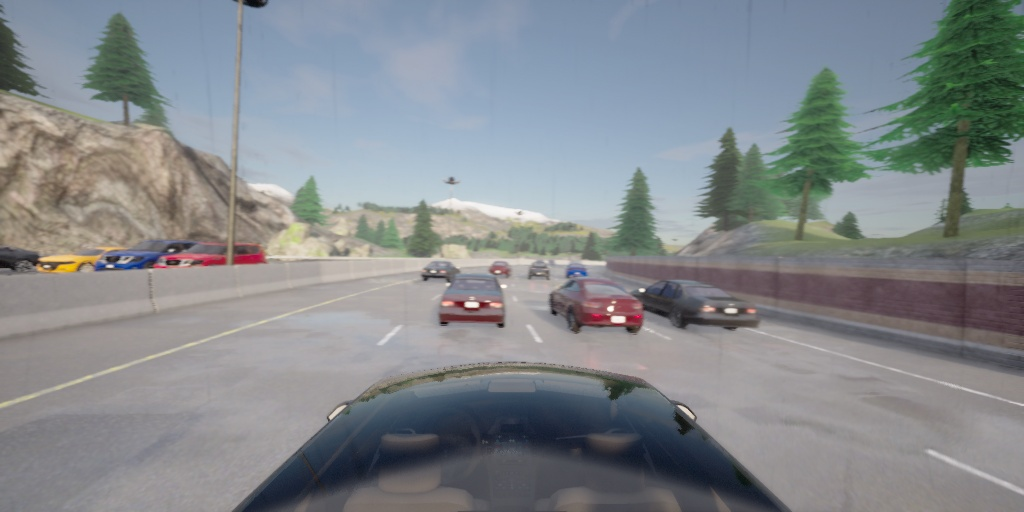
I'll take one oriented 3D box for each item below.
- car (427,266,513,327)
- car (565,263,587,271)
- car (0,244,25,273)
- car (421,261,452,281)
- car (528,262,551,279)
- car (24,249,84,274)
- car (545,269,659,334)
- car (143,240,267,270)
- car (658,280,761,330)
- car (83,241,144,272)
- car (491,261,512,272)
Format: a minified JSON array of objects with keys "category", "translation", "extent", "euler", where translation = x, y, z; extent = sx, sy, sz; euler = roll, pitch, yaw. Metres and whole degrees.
[{"category":"car","translation":[-1.168,1.229,11.296],"extent":[2.033,1.411,5.357],"euler":[2,0,-4]},{"category":"car","translation":[6.202,1.428,34.965],"extent":[1.882,1.535,5.008],"euler":[2,0,6]},{"category":"car","translation":[-26.080,0.104,17.111],"extent":[2.128,1.511,4.902],"euler":[2,0,-1]},{"category":"car","translation":[-4.968,1.041,25.484],"extent":[2.033,1.411,5.357],"euler":[2,0,2]},{"category":"car","translation":[2.460,1.288,32.505],"extent":[2.128,1.511,4.902],"euler":[2,0,4]},{"category":"car","translation":[-22.634,0.231,19.939],"extent":[1.882,1.535,5.008],"euler":[2,0,0]},{"category":"car","translation":[2.387,1.359,10.991],"extent":[1.812,1.442,4.674],"euler":[2,0,-5]},{"category":"car","translation":[-15.662,0.272,19.166],"extent":[2.150,2.045,5.566],"euler":[2,0,-1]},{"category":"car","translation":[5.773,1.523,12.233],"extent":[2.033,1.411,5.357],"euler":[2,0,-4]},{"category":"car","translation":[-19.155,0.122,19.825],"extent":[2.150,2.045,5.566],"euler":[2,0,0]},{"category":"car","translation":[-1.027,1.173,32.790],"extent":[1.812,1.442,4.674],"euler":[2,0,4]}]
